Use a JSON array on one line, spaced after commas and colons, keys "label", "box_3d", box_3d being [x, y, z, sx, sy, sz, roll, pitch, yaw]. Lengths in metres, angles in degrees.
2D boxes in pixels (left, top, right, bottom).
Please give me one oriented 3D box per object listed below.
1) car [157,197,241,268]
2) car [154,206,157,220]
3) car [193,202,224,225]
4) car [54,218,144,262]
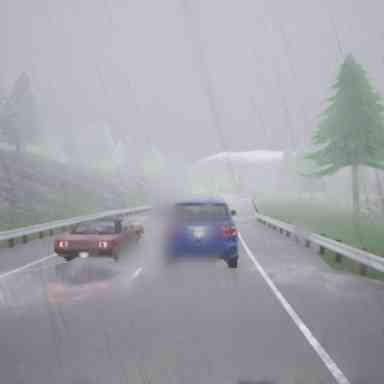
[{"label": "car", "box_3d": [0.377, 1.220, 11.501, 2.150, 2.045, 5.566, 0, 0, 3]}, {"label": "car", "box_3d": [-1.846, 1.483, 27.636, 2.128, 1.511, 4.902, 0, 0, 7]}, {"label": "car", "box_3d": [1.385, 1.540, 25.191, 2.033, 1.411, 5.357, 0, 0, 6]}, {"label": "car", "box_3d": [-3.082, 1.597, 12.163, 1.895, 1.301, 4.718, 0, 0, 4]}]
